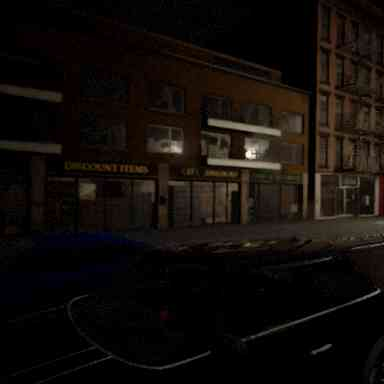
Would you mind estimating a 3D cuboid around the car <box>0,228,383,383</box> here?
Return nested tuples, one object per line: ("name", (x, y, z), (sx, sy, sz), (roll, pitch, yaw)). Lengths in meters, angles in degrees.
("car", (0.056, 1.335, 3.249), (4.553, 1.767, 2.097), (0, 0, -34))

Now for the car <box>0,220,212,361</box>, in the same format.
("car", (-2.245, 1.429, 5.624), (5.008, 1.535, 1.882), (0, 0, -34))
